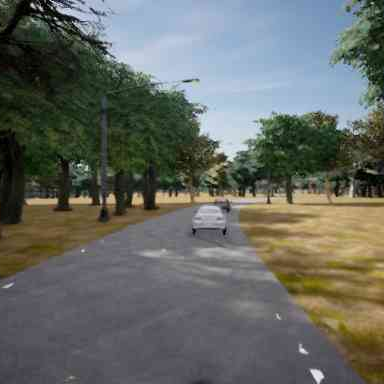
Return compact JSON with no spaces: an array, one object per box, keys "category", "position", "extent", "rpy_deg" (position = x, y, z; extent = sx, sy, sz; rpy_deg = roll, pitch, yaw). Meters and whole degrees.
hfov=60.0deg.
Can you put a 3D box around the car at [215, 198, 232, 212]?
[{"category":"car","position":[3.437,1.426,37.680],"extent":[2.128,1.511,4.902],"rpy_deg":[0,0,10]}]

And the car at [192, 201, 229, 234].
[{"category":"car","position":[1.046,1.504,19.148],"extent":[1.812,1.442,4.674],"rpy_deg":[0,0,5]}]
